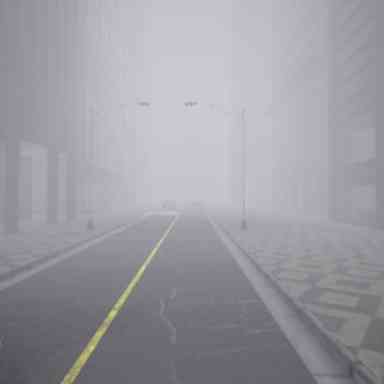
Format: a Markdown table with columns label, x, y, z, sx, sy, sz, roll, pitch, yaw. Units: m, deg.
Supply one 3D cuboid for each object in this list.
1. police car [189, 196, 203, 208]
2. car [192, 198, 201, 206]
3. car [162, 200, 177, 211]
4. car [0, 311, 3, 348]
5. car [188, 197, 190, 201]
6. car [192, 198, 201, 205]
| label | x | y | z | sx | sy | sz | roll | pitch | yaw |
| --- | --- | --- | --- | --- | --- | --- | --- | --- | --- |
| police car | 0.905 | 1.868 | 57.799 | 1.930 | 1.638 | 5.238 | 0 | 0 | 0 |
| car | 0.906 | 2.027 | 67.689 | 1.812 | 1.442 | 4.674 | 0 | 0 | 0 |
| car | -3.078 | 1.862 | 46.412 | 2.128 | 1.511 | 4.902 | 0 | 0 | 0 |
| car | -3.099 | 1.511 | 1.837 | 2.128 | 1.511 | 4.902 | 0 | -1 | 0 |
| car | 0.007 | 2.036 | 92.755 | 1.812 | 1.442 | 4.674 | 0 | 0 | 0 |
| car | 0.906 | 2.040 | 73.690 | 1.837 | 1.490 | 4.892 | 0 | 0 | 0 |
